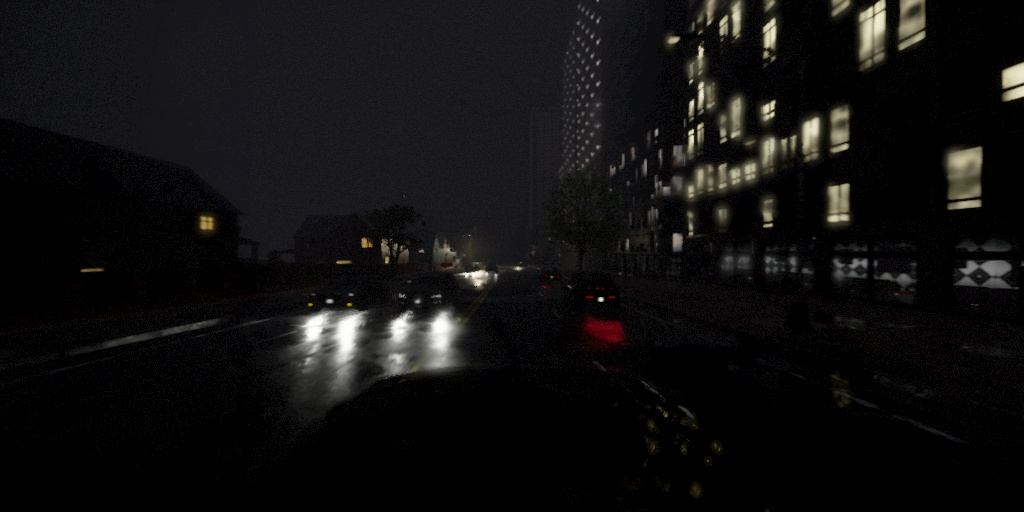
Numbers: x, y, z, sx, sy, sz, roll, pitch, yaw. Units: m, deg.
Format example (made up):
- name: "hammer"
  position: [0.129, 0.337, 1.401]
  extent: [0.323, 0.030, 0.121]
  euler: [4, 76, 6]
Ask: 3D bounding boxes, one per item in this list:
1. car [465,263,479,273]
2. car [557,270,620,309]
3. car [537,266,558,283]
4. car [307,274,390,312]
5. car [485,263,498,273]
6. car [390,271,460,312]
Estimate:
- name: "car"
  position: [-6.518, 1.921, 58.408]
  extent: [2.128, 1.511, 4.902]
  euler: [0, -1, 1]
- name: "car"
  position: [3.356, 1.413, 15.945]
  extent: [1.837, 1.490, 4.892]
  euler: [0, -1, 0]
- name: "car"
  position: [3.363, 1.630, 32.510]
  extent: [1.812, 1.442, 4.674]
  euler: [0, -1, 0]
- name: "car"
  position: [-6.593, 1.460, 14.952]
  extent: [1.994, 1.385, 4.181]
  euler: [0, -1, 0]
- name: "car"
  position: [-3.268, 1.932, 58.311]
  extent: [1.837, 1.490, 4.892]
  euler: [0, 0, 1]
- name: "car"
  position: [-3.344, 1.404, 15.193]
  extent: [1.837, 1.490, 4.892]
  euler: [0, -1, 0]
